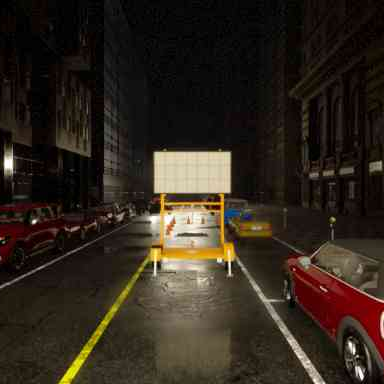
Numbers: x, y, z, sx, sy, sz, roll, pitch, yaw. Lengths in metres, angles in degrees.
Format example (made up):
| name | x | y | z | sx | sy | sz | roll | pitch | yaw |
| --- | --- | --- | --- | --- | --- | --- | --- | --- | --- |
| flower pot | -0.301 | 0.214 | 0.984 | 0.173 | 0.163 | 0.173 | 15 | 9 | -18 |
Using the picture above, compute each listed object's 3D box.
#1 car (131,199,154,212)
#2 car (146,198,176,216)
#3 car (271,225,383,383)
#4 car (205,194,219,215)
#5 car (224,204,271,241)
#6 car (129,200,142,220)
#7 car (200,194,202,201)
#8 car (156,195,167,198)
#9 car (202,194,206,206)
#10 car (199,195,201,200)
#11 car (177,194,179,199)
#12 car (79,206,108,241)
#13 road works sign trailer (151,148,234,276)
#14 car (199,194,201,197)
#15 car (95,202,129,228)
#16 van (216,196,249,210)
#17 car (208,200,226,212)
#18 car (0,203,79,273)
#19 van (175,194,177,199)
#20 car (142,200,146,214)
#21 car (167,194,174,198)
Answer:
| name | x | y | z | sx | sy | sz | roll | pitch | yaw |
| --- | --- | --- | --- | --- | --- | --- | --- | --- | --- |
| car | -5.702 | 1.571 | 38.855 | 1.947 | 1.339 | 4.313 | 0 | 0 | 0 |
| car | -2.948 | 1.567 | 32.222 | 1.994 | 1.385 | 4.181 | 0 | 0 | 0 |
| car | 2.766 | 1.440 | 5.243 | 1.967 | 1.590 | 4.097 | 0 | 0 | 0 |
| car | 2.812 | 1.319 | 33.252 | 2.192 | 1.841 | 5.009 | 0 | 0 | 0 |
| car | 2.785 | 1.525 | 16.617 | 1.752 | 1.417 | 4.829 | 0 | 0 | 0 |
| car | -5.721 | 1.552 | 27.652 | 2.008 | 1.369 | 4.403 | 0 | 0 | 0 |
| car | 2.850 | 1.456 | 55.659 | 1.967 | 1.590 | 4.097 | 0 | 0 | 0 |
| car | -5.675 | 1.560 | 55.662 | 1.887 | 1.381 | 4.507 | 0 | 0 | 0 |
| car | 2.831 | 1.324 | 44.455 | 2.192 | 1.841 | 5.009 | 0 | 0 | 0 |
| car | 2.860 | 1.586 | 61.260 | 1.947 | 1.339 | 4.313 | 0 | 0 | 0 |
| car | -5.609 | 1.588 | 94.877 | 1.887 | 1.381 | 4.507 | 0 | 0 | 0 |
| car | -5.740 | 1.581 | 16.447 | 1.802 | 1.307 | 4.206 | 0 | 0 | 0 |
| road works sign trailer | 0.014 | 0.464 | 10.292 | 2.380 | 3.560 | 2.880 | 0 | 0 | 0 |
| car | 2.869 | 1.464 | 66.862 | 1.967 | 1.590 | 4.097 | 0 | 0 | 0 |
| car | -5.731 | 1.440 | 22.049 | 1.967 | 1.590 | 4.097 | 0 | 0 | 0 |
| van | 2.794 | 1.342 | 22.049 | 1.690 | 1.788 | 3.998 | 0 | 0 | 0 |
| car | 2.823 | 1.588 | 38.854 | 1.802 | 1.307 | 4.206 | 0 | 0 | 0 |
| car | -5.750 | 1.314 | 10.845 | 2.192 | 1.841 | 5.009 | 0 | 0 | 0 |
| van | -5.619 | 1.380 | 89.275 | 1.690 | 1.788 | 3.998 | 0 | 0 | 0 |
| car | -5.712 | 1.569 | 33.253 | 1.947 | 1.339 | 4.313 | 0 | 0 | 0 |
| car | -5.647 | 1.467 | 72.468 | 1.967 | 1.590 | 4.097 | 0 | 0 | 0 |
